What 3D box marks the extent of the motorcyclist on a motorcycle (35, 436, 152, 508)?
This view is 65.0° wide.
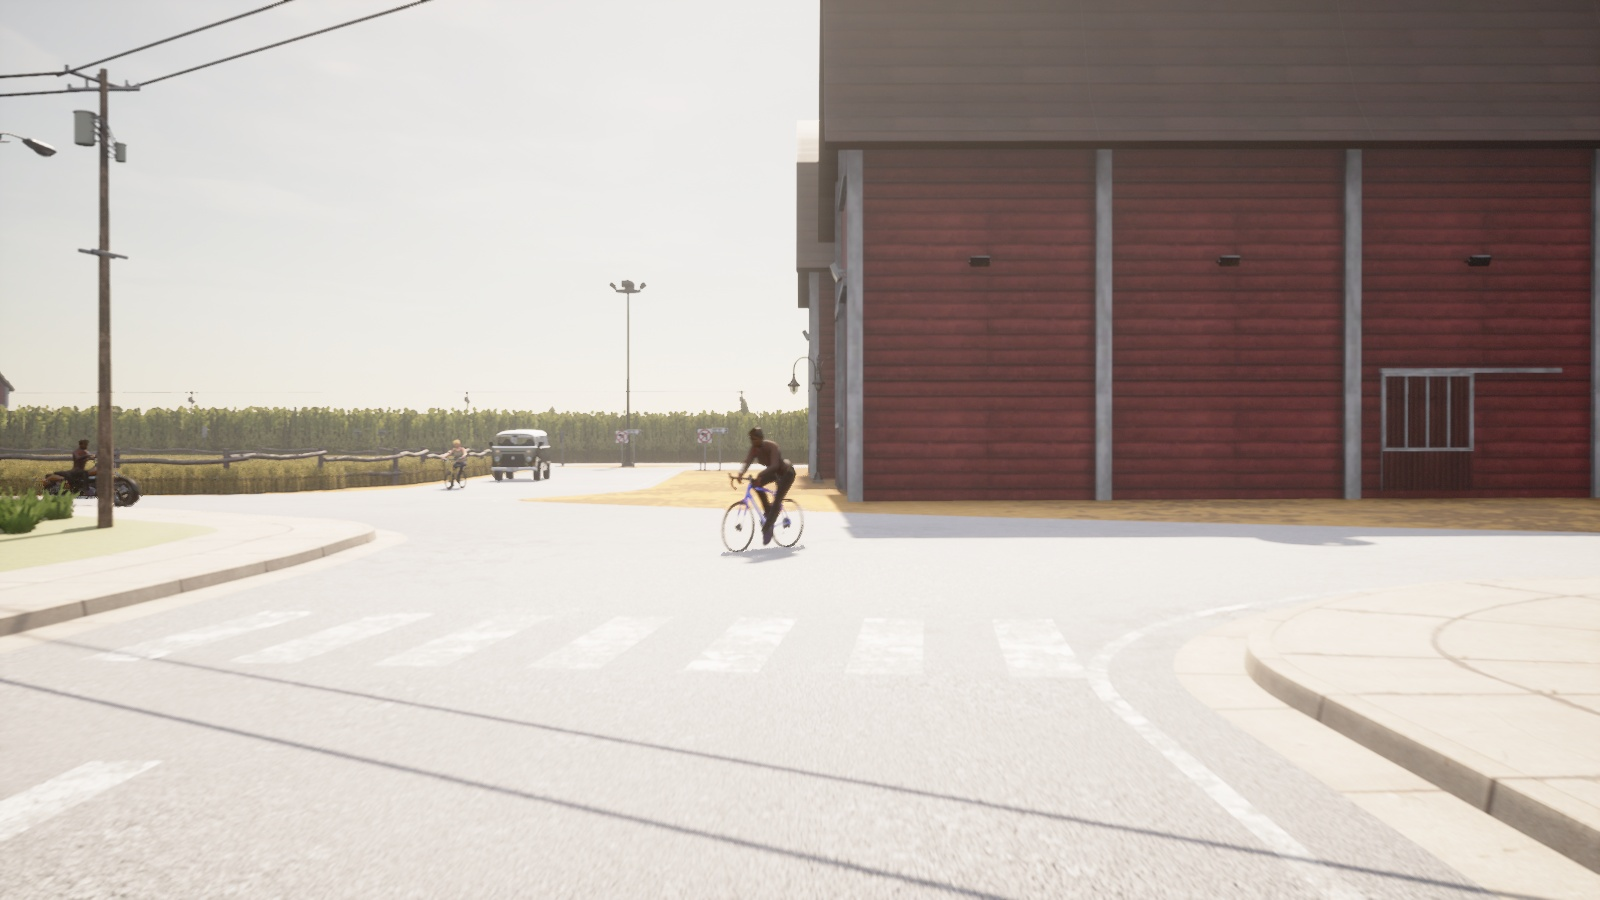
[{"bbox_3d":[-16.526,0.510,29.387,2.350,1.649,0.766,0,1,6],"label":"motorcyclist on a motorcycle"}]

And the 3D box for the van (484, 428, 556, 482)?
[{"bbox_3d":[-11.138,0.178,50.263,2.069,2.038,4.480,0,0,-3],"label":"van"}]

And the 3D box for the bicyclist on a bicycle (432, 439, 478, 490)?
[{"bbox_3d":[-11.143,0.445,40.580,0.866,1.612,1.509,0,0,10],"label":"bicyclist on a bicycle"}]

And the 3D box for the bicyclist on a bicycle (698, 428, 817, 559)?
[{"bbox_3d":[-0.537,0.524,16.400,0.582,1.620,1.656,2,2,39],"label":"bicyclist on a bicycle"}]
